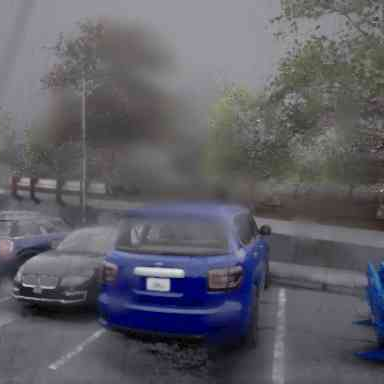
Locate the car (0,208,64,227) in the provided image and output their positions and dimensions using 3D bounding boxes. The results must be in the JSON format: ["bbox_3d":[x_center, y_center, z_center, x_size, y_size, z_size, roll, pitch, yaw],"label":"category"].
[{"bbox_3d":[-4.615,1.454,10.106,2.185,1.767,4.553,-1,-1,15],"label":"car"}]

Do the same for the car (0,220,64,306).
[{"bbox_3d":[-2.143,1.552,8.379,2.231,1.521,4.892,0,-1,16],"label":"car"}]

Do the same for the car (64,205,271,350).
[{"bbox_3d":[0.308,1.271,6.646,2.435,2.045,5.566,-1,-1,16],"label":"car"}]
